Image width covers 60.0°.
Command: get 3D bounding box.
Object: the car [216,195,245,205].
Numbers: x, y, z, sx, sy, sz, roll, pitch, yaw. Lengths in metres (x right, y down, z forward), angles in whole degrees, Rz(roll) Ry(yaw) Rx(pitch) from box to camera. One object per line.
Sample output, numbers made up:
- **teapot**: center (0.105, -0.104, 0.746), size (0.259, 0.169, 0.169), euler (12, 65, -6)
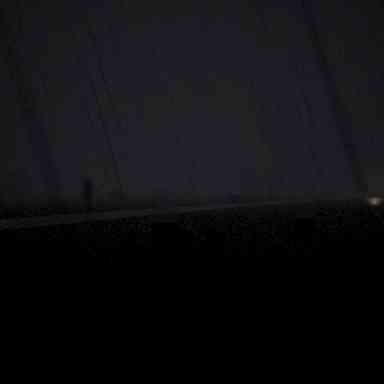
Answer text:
- **car**: center (5.618, 1.073, 47.751), size (2.033, 1.411, 5.357), euler (1, 1, 40)
